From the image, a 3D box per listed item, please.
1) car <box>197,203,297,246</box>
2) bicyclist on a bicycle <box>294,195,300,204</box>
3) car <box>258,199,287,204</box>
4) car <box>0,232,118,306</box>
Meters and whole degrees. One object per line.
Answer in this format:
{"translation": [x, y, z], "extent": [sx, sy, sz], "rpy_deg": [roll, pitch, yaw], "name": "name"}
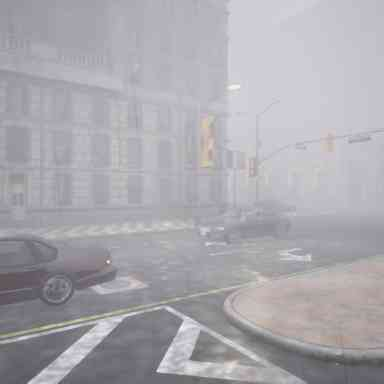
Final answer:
{"translation": [2.501, 1.491, 15.365], "extent": [4.902, 1.511, 2.128], "rpy_deg": [0, 0, -34], "name": "car"}
{"translation": [17.991, 1.300, 57.149], "extent": [1.656, 1.620, 0.582], "rpy_deg": [0, 0, -35], "name": "bicyclist on a bicycle"}
{"translation": [9.330, 1.547, 38.102], "extent": [2.033, 1.411, 5.357], "rpy_deg": [0, 0, -35], "name": "car"}
{"translation": [-4.235, 1.547, 6.515], "extent": [5.357, 1.411, 2.033], "rpy_deg": [0, 0, -34], "name": "car"}
